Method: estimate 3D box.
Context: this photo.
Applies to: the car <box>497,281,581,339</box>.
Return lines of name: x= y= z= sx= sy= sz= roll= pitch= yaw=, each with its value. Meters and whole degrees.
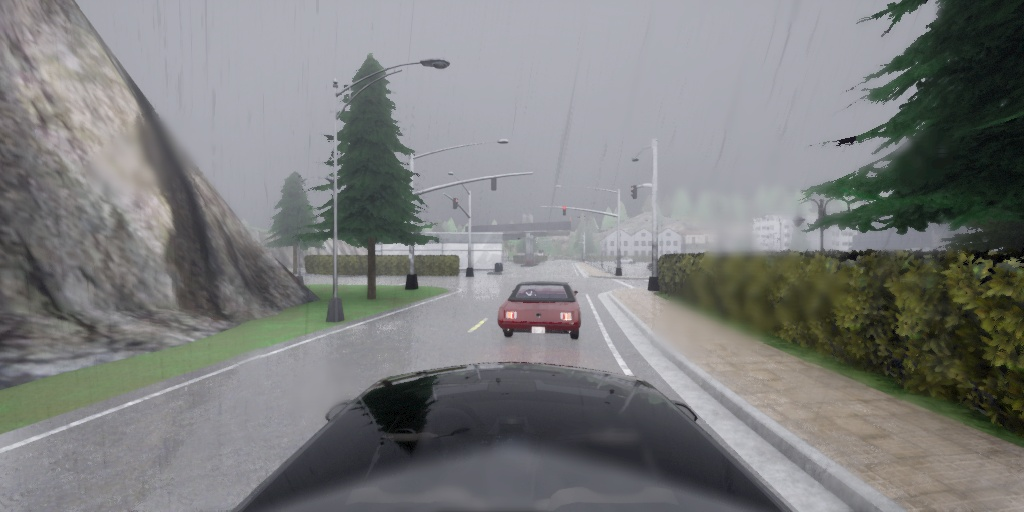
car: x=0.914 y=1.351 z=10.127 sx=1.895 sy=1.301 sz=4.718 roll=0 pitch=0 yaw=8
